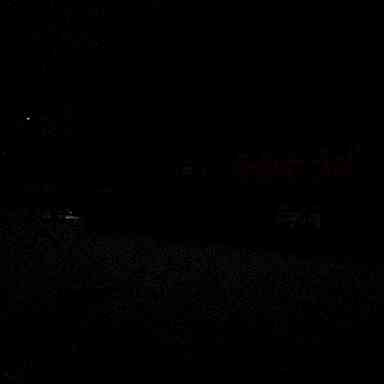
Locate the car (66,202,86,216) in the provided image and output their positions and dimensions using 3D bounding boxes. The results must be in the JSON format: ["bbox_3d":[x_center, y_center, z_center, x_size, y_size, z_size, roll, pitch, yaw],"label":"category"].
[{"bbox_3d":[-9.494,1.534,32.573,2.033,1.411,5.357,-1,0,36],"label":"car"}]
